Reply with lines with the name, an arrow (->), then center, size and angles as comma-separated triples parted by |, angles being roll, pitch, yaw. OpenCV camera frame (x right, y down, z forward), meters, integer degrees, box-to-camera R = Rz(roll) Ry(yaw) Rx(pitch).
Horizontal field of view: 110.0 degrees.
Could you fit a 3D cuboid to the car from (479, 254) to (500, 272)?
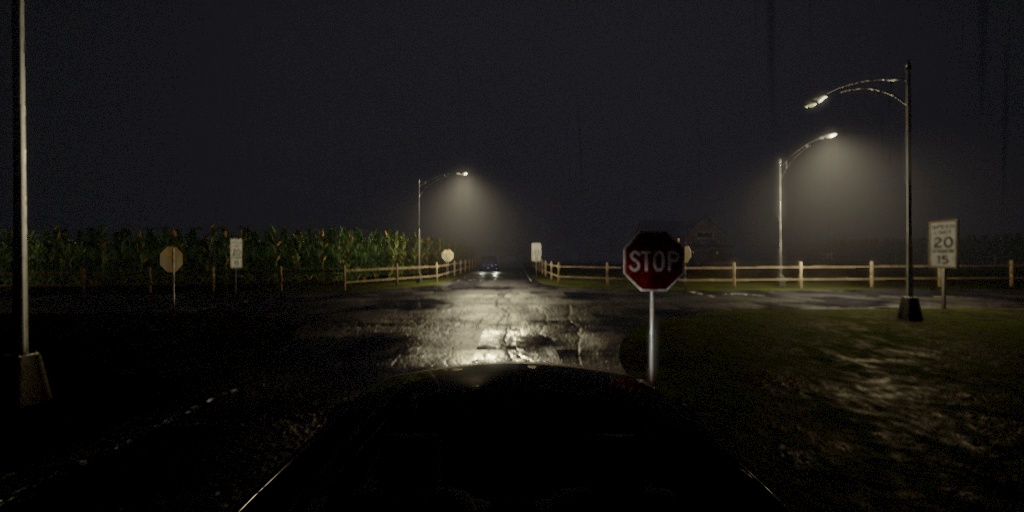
car -> -2.644, 0.873, 42.386 | 2.150, 2.045, 5.566 | 0, 2, 0
